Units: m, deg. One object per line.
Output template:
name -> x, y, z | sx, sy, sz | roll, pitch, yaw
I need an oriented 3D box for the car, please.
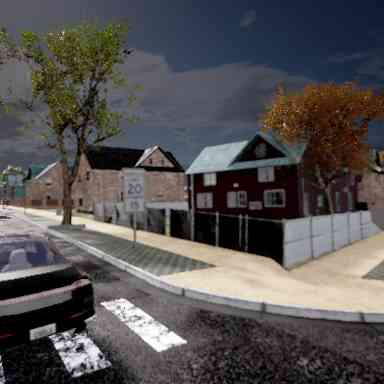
car -> -3.439, 1.528, 5.888 | 2.128, 1.511, 4.902 | -3, 1, -42
